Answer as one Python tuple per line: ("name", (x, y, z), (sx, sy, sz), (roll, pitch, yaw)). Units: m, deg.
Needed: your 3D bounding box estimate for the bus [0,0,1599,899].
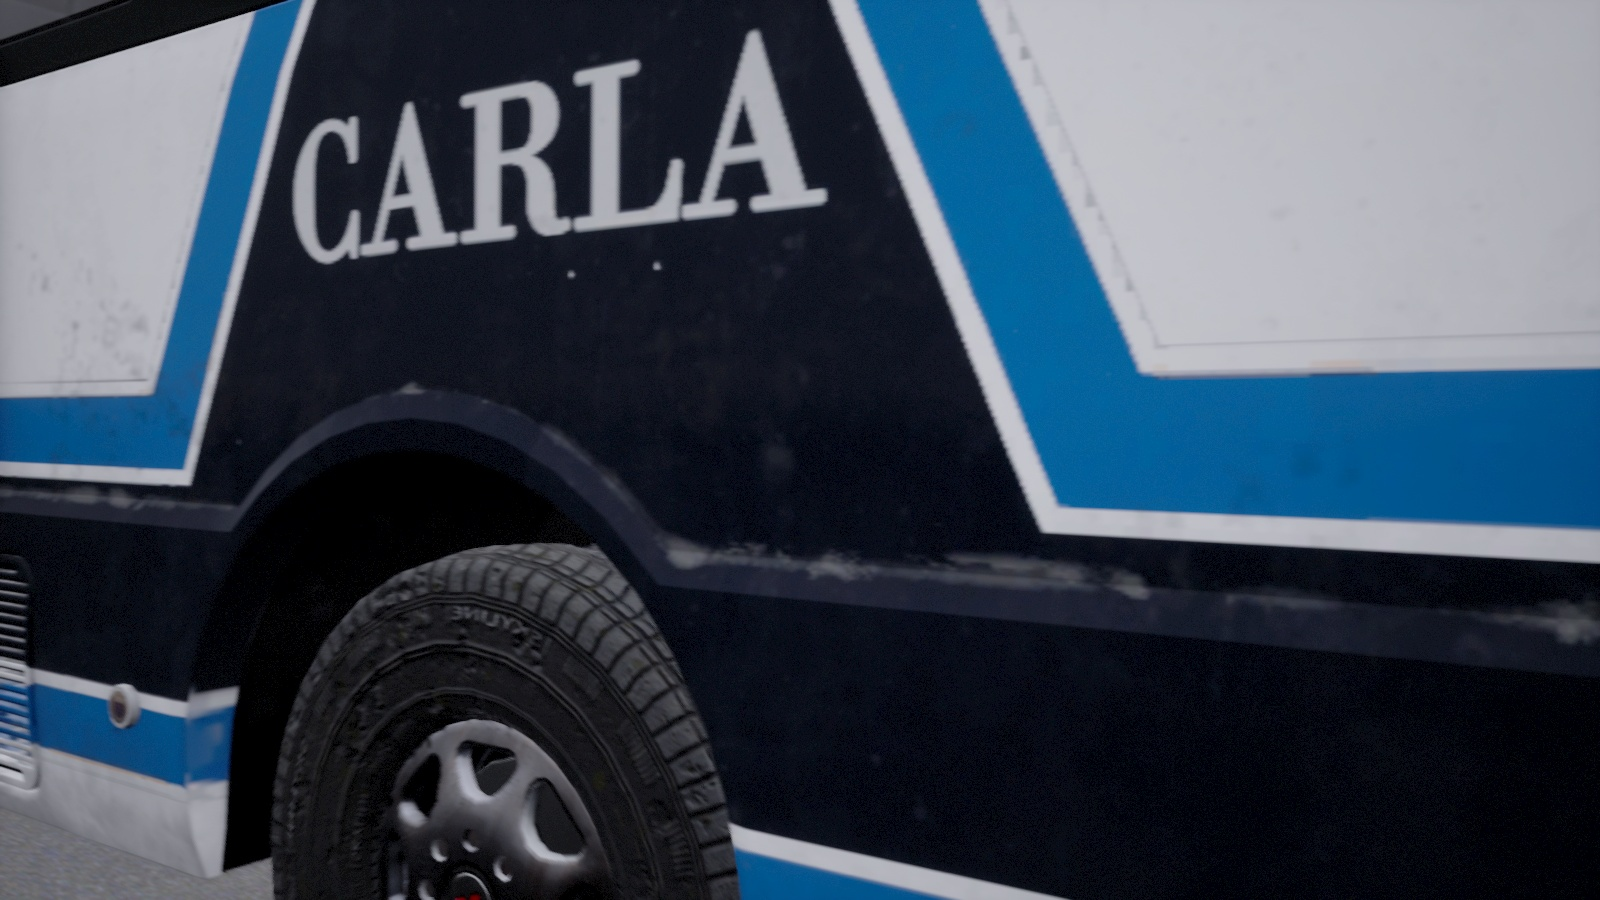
("bus", (-2.080, -0.694, 4.978), (10.273, 4.253, 3.944), (0, 1, 34))
